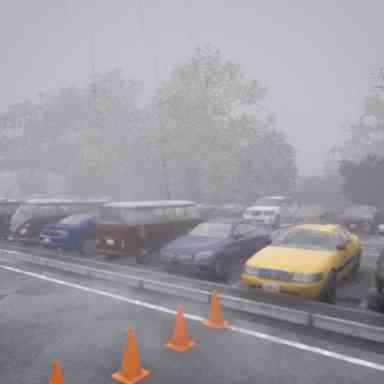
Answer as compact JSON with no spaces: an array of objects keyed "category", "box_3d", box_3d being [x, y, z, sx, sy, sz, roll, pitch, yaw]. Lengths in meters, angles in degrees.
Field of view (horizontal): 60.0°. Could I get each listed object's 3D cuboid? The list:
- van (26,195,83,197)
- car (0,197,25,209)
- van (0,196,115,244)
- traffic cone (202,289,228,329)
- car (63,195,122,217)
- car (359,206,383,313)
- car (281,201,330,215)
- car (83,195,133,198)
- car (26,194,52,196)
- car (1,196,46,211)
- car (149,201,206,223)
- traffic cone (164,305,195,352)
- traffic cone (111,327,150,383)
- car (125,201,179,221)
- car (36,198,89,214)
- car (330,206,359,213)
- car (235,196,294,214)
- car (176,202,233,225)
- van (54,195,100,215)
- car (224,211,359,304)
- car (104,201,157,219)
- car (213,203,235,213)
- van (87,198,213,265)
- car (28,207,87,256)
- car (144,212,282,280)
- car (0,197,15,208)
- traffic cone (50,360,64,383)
[{"category":"van","box_3d":[-8.138,1.331,17.047,1.878,1.987,4.442,0,0,36]},{"category":"car","box_3d":[-26.123,1.480,45.609,1.946,1.575,5.366,0,0,36]},{"category":"van","box_3d":[-5.995,1.327,15.228,1.878,1.987,4.442,0,0,36]},{"category":"traffic cone","box_3d":[0.402,1.977,5.737,0.340,0.580,0.340,0,0,36]},{"category":"car","box_3d":[-10.191,1.329,34.484,2.435,2.045,5.566,0,0,36]},{"category":"car","box_3d":[5.463,1.263,7.147,2.435,2.045,5.566,0,0,36]},{"category":"car","box_3d":[7.864,1.575,21.548,2.097,1.535,5.008,0,0,36]},{"category":"car","box_3d":[-7.965,1.338,32.823,2.435,2.045,5.566,0,0,36]},{"category":"car","box_3d":[-16.965,1.288,39.326,2.435,2.045,5.566,0,0,36]},{"category":"car","box_3d":[-21.482,1.385,42.557,2.185,1.767,4.553,0,0,36]},{"category":"car","box_3d":[-1.066,1.597,28.152,1.946,1.575,5.366,0,0,36]},{"category":"traffic cone","box_3d":[-0.179,1.974,4.926,0.340,0.580,0.340,0,0,36]},{"category":"traffic cone","box_3d":[-0.761,1.971,4.115,0.340,0.580,0.340,0,0,35]},{"category":"car","box_3d":[-3.445,1.631,29.589,2.163,1.488,4.792,0,0,36]},{"category":"car","box_3d":[-14.617,1.550,37.840,1.946,1.575,5.366,0,0,36]},{"category":"car","box_3d":[10.123,1.567,19.933,2.097,1.535,5.008,0,0,36]},{"category":"car","box_3d":[5.586,1.331,23.135,2.435,2.045,5.566,0,0,36]},{"category":"car","box_3d":[1.083,1.596,26.382,2.097,1.535,5.008,0,0,36]},{"category":"van","box_3d":[-12.398,1.341,36.170,1.878,1.987,4.442,0,0,36]},{"category":"car","box_3d":[3.090,1.519,8.648,1.946,1.575,5.366,0,0,36]},{"category":"car","box_3d":[-5.676,1.626,31.255,2.163,1.488,4.792,0,0,36]},{"category":"car","box_3d":[3.342,1.592,24.766,2.231,1.521,4.892,0,0,36]},{"category":"van","box_3d":[-1.295,1.313,12.155,1.878,1.987,4.442,0,0,36]},{"category":"car","box_3d":[-3.646,1.547,13.685,2.097,1.535,5.008,0,0,36]},{"category":"car","box_3d":[0.919,1.571,10.431,2.002,1.452,4.674,0,0,36]},{"category":"car","box_3d":[-28.271,1.470,47.379,2.231,1.521,4.892,0,0,36]},{"category":"traffic cone","box_3d":[-1.343,1.968,3.303,0.340,0.580,0.340,0,0,36]}]
